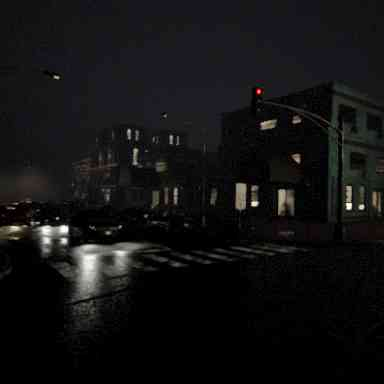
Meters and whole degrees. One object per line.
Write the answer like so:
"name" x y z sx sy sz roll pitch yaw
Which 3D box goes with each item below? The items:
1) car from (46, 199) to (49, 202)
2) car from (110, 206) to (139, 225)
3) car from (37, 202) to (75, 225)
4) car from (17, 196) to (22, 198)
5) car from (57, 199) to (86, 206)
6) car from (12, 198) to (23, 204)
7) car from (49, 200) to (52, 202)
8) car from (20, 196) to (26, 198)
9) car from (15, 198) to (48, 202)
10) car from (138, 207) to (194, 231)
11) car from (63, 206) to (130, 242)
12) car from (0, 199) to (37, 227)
"car" -24.405 1.937 55.326 1.967 1.590 4.097 2 -1 -35
"car" -4.726 1.896 27.152 1.947 1.339 4.313 2 -1 -35
"car" -10.817 1.739 25.555 1.994 1.385 4.181 2 -1 -35
"car" -40.212 1.952 78.141 2.192 1.841 5.009 2 -1 -35
"car" -14.849 1.731 41.690 2.192 1.841 5.009 2 -1 -35
"car" -43.378 2.217 82.700 2.008 1.369 4.403 2 -1 -35
"car" -18.041 1.883 46.232 1.967 1.590 4.097 2 -1 -35
"car" -33.988 2.107 69.152 1.752 1.417 4.829 2 -1 -35
"car" -16.677 1.718 34.040 2.128 1.511 4.902 2 -1 -34
"car" -1.604 1.855 22.646 2.008 1.369 4.403 2 -1 -35
"car" -5.169 1.654 17.451 1.812 1.442 4.674 2 -1 -33
"car" -12.426 1.534 23.106 1.967 1.590 4.097 2 -1 -35
